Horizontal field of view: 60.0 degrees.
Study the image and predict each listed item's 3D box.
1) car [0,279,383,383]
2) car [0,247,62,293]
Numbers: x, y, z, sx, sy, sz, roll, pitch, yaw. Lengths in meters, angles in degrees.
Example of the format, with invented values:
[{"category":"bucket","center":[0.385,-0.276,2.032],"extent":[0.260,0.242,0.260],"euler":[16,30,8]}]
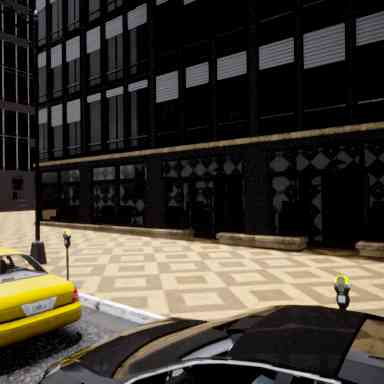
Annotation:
[{"category":"car","center":[0.677,1.566,2.363],"extent":[4.313,1.339,1.947],"euler":[0,-1,35]},{"category":"car","center":[-3.957,1.527,5.877],"extent":[4.829,1.417,1.752],"euler":[0,-1,35]}]
